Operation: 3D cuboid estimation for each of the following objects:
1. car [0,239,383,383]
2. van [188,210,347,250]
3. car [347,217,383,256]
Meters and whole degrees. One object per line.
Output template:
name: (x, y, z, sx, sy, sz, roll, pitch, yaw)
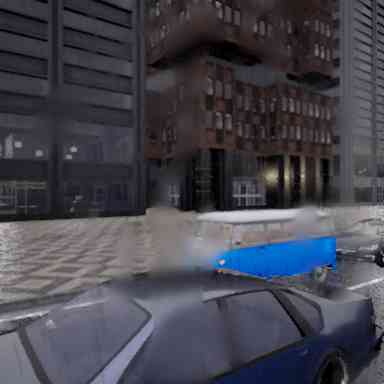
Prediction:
car: (-0.211, 1.547, 3.228, 5.357, 1.411, 2.033, 0, 0, -35)
van: (1.718, 1.341, 7.877, 3.998, 1.788, 1.690, 0, 0, -35)
car: (6.311, 1.550, 11.151, 4.403, 1.369, 2.008, 0, 0, -35)
